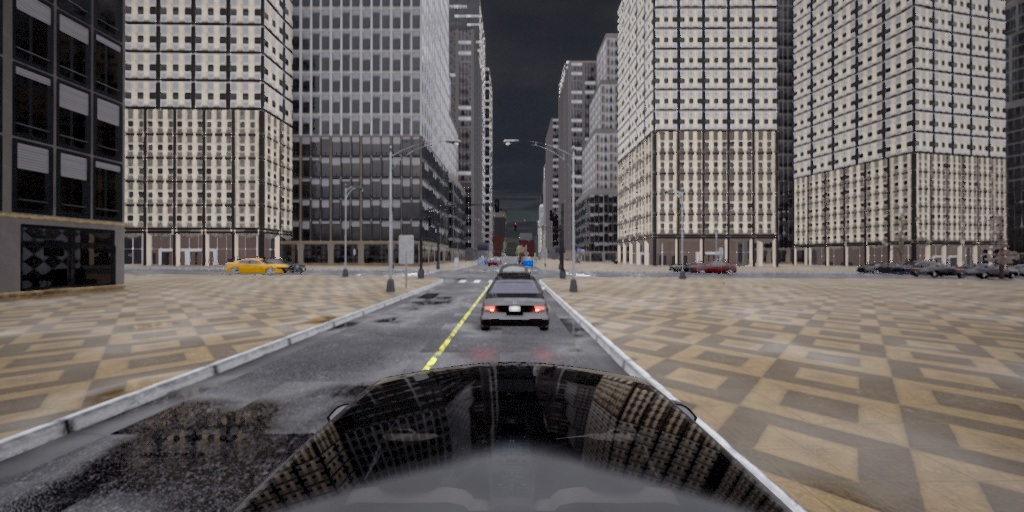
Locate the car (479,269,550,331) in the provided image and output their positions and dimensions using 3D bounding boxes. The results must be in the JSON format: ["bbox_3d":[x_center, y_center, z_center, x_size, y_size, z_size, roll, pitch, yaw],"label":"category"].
[{"bbox_3d":[0.088,1.282,10.918,2.033,1.411,5.357,0,0,1],"label":"car"}]

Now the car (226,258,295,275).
[{"bbox_3d":[-22.929,0.986,32.443,5.008,1.535,1.882,1,0,-1],"label":"car"}]

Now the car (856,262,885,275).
[{"bbox_3d":[45.185,1.516,44.009,4.892,1.490,1.837,1,0,-2],"label":"car"}]

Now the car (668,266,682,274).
[{"bbox_3d":[21.497,1.463,43.368,4.718,1.301,1.895,0,0,-1],"label":"car"}]

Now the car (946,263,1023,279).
[{"bbox_3d":[45.215,1.472,34.168,4.902,1.511,2.128,0,0,-3],"label":"car"}]

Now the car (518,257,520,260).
[{"bbox_3d":[2.555,1.184,64.550,1.888,1.381,4.507,0,0,0],"label":"car"}]

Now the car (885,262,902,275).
[{"bbox_3d":[46.025,1.356,40.792,4.553,1.767,2.097,0,0,-2],"label":"car"}]

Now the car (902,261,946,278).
[{"bbox_3d":[44.463,1.477,37.388,4.902,1.511,2.128,0,0,-2],"label":"car"}]

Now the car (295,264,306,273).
[{"bbox_3d":[-23.093,1.042,35.690,4.674,1.442,1.812,0,0,-1],"label":"car"}]

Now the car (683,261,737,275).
[{"bbox_3d":[22.391,1.336,40.136,5.008,1.535,1.882,0,0,-1],"label":"car"}]

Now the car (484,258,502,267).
[{"bbox_3d":[-3.228,1.244,62.249,1.895,1.301,4.718,0,0,1],"label":"car"}]

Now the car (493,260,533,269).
[{"bbox_3d":[0.093,1.196,20.743,1.882,1.535,5.008,0,0,0],"label":"car"}]

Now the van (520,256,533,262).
[{"bbox_3d":[2.630,0.990,59.012,1.690,1.789,3.998,0,0,0],"label":"van"}]
